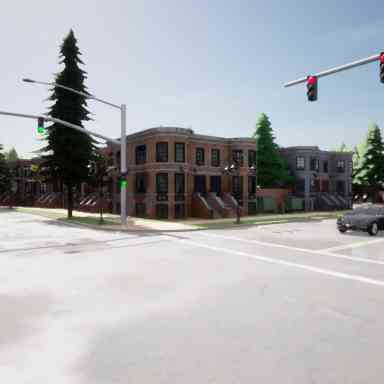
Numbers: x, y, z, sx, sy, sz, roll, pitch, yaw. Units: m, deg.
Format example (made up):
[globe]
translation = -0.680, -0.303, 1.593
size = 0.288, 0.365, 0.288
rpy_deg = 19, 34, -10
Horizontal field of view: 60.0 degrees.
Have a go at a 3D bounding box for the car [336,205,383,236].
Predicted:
[car]
translation = 10.052, 1.505, 18.728
size = 4.892, 1.490, 1.837
rpy_deg = 0, 0, -37
